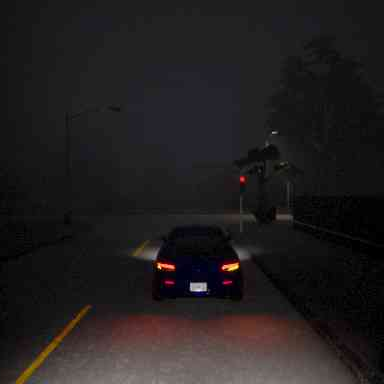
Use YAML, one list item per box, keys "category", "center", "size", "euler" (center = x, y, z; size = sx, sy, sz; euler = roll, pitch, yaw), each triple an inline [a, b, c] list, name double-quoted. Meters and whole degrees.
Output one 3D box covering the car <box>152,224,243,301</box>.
- category: "car"
  center: [0.120, 1.526, 8.214]
  size: [1.812, 1.442, 4.674]
  euler: [0, 0, 0]
